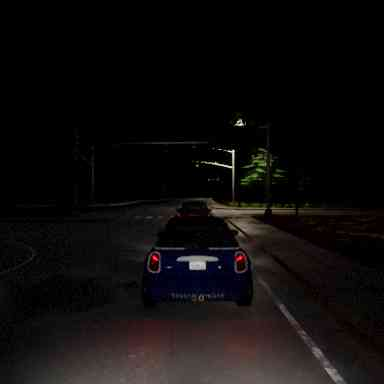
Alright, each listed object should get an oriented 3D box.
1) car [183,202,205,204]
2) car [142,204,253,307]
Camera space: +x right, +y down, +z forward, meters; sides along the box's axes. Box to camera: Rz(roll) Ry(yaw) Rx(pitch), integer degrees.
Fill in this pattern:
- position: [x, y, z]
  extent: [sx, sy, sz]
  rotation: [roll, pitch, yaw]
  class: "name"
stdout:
- position: [0.107, 1.333, 19.110]
  extent: [2.097, 1.767, 4.553]
  rotation: [0, 0, 0]
  class: "car"
- position: [0.101, 1.347, 8.128]
  extent: [2.097, 1.767, 4.553]
  rotation: [0, 0, 0]
  class: "car"
